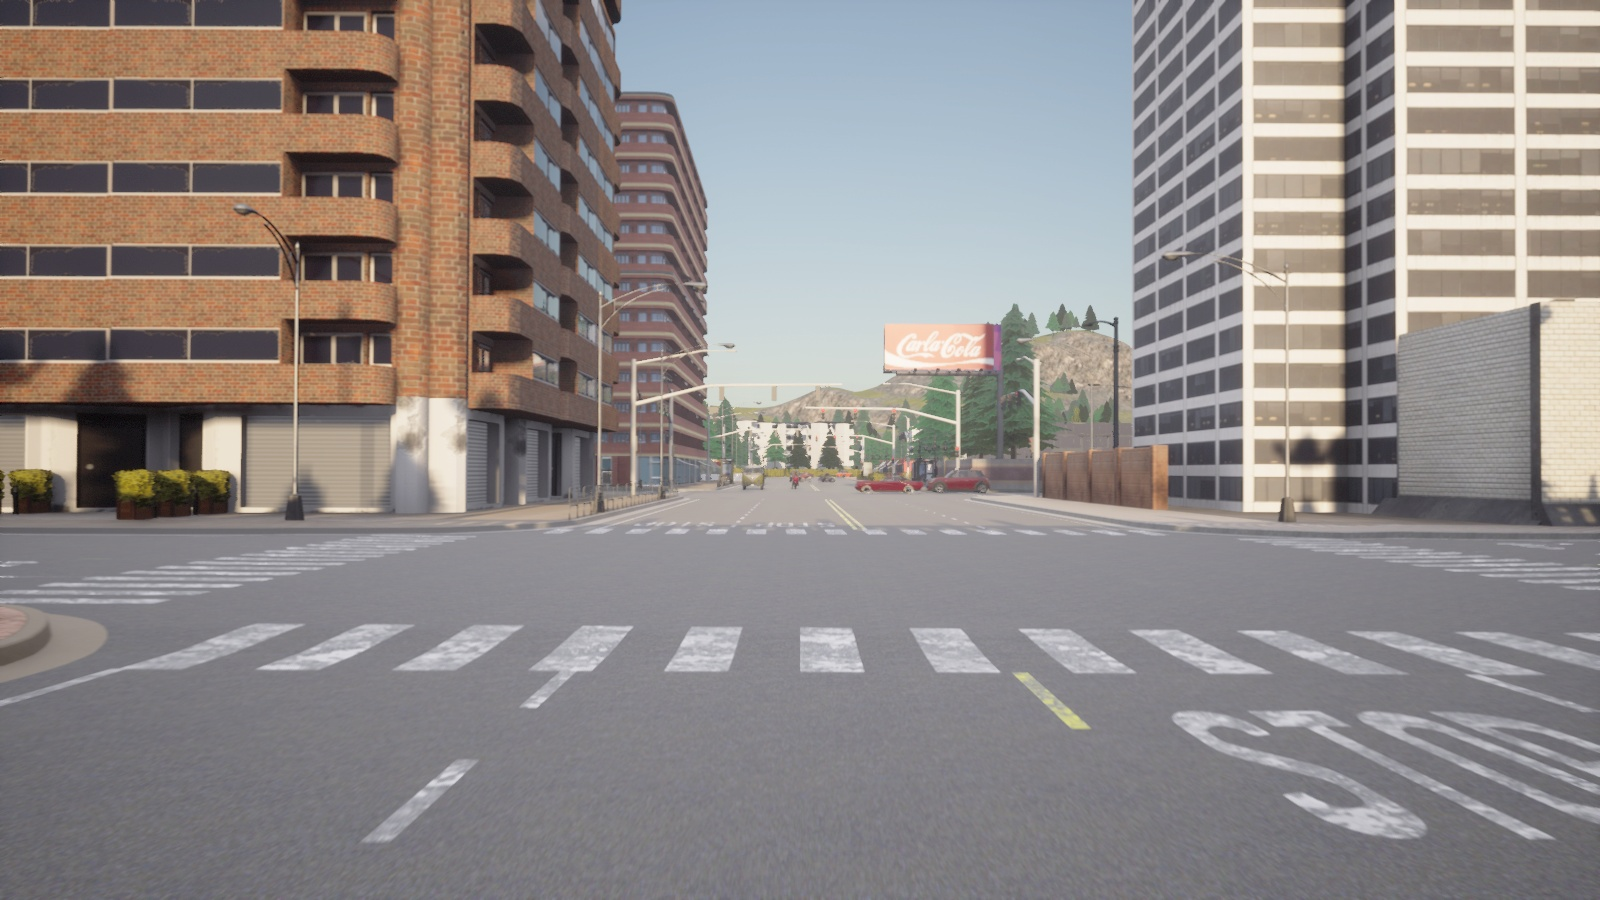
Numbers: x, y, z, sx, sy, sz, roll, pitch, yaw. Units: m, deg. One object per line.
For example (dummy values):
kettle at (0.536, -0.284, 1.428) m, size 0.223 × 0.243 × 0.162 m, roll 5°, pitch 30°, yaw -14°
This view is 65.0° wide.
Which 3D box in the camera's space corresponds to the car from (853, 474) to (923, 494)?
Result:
car at (6.022, 2.335, 86.274) m, size 4.718 × 1.301 × 1.895 m, roll 0°, pitch -1°, yaw 0°

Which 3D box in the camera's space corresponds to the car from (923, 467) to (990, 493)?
car at (11.154, 2.131, 89.767) m, size 4.553 × 1.767 × 2.097 m, roll 0°, pitch -1°, yaw 0°
